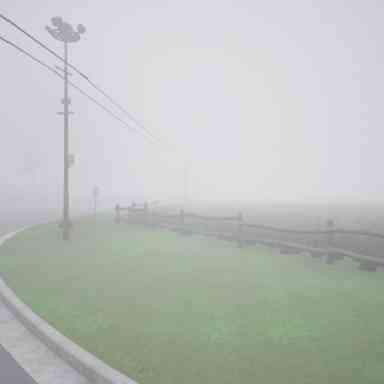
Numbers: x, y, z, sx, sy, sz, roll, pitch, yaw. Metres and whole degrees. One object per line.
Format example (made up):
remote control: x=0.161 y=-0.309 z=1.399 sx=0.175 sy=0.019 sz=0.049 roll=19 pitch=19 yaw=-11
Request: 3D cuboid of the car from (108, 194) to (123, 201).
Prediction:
car: x=-17.857 y=1.309 z=78.191 sx=1.882 sy=1.535 sz=5.008 roll=0 pitch=0 yaw=6

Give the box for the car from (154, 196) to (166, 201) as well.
car: x=-7.368 y=1.595 z=77.504 sx=1.895 sy=1.301 sz=4.718 roll=0 pitch=0 yaw=6

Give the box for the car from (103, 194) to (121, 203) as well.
car: x=-15.546 y=1.547 z=67.445 sx=2.033 sy=1.411 sz=5.357 roll=0 pitch=0 yaw=6

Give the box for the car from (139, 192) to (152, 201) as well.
car: x=-10.898 y=1.057 z=77.437 sx=2.150 sy=2.045 sz=5.566 roll=0 pitch=0 yaw=6

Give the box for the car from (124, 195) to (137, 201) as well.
car: x=-14.379 y=1.384 z=77.799 sx=1.994 sy=1.385 sz=4.181 roll=0 pitch=0 yaw=6

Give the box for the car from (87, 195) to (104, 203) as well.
car: x=-19.024 y=1.458 z=67.836 sx=1.882 sy=1.535 sz=5.008 roll=0 pitch=0 yaw=6

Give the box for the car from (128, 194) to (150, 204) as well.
car: x=-9.355 y=1.563 z=58.985 sx=1.994 sy=1.385 sz=4.181 roll=0 pitch=0 yaw=6

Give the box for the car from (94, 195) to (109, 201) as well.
car: x=-21.332 y=1.427 z=78.612 sx=1.895 sy=1.301 sz=4.718 roll=0 pitch=0 yaw=6

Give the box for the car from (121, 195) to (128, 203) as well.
car: x=-12.068 y=1.547 z=67.053 sx=2.033 sy=1.411 sz=5.357 roll=0 pitch=0 yaw=6

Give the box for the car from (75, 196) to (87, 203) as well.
car: x=-22.440 y=1.507 z=68.780 sx=1.812 sy=1.442 sz=4.674 roll=0 pitch=0 yaw=6
